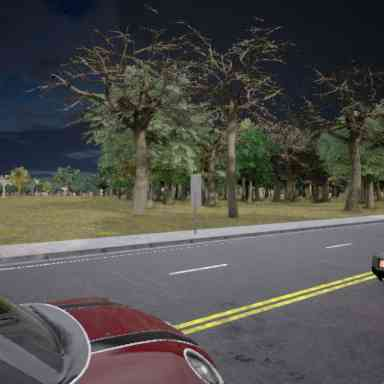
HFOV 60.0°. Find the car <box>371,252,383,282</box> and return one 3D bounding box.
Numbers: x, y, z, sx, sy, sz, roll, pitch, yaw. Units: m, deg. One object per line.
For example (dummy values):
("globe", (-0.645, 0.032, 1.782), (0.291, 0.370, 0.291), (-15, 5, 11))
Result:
("car", (6.382, 1.603, 7.978), (4.718, 1.301, 1.895), (0, 0, -35))

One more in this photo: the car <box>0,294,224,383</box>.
("car", (-1.895, 1.353, 2.089), (4.553, 1.767, 2.097), (0, 0, -35))
